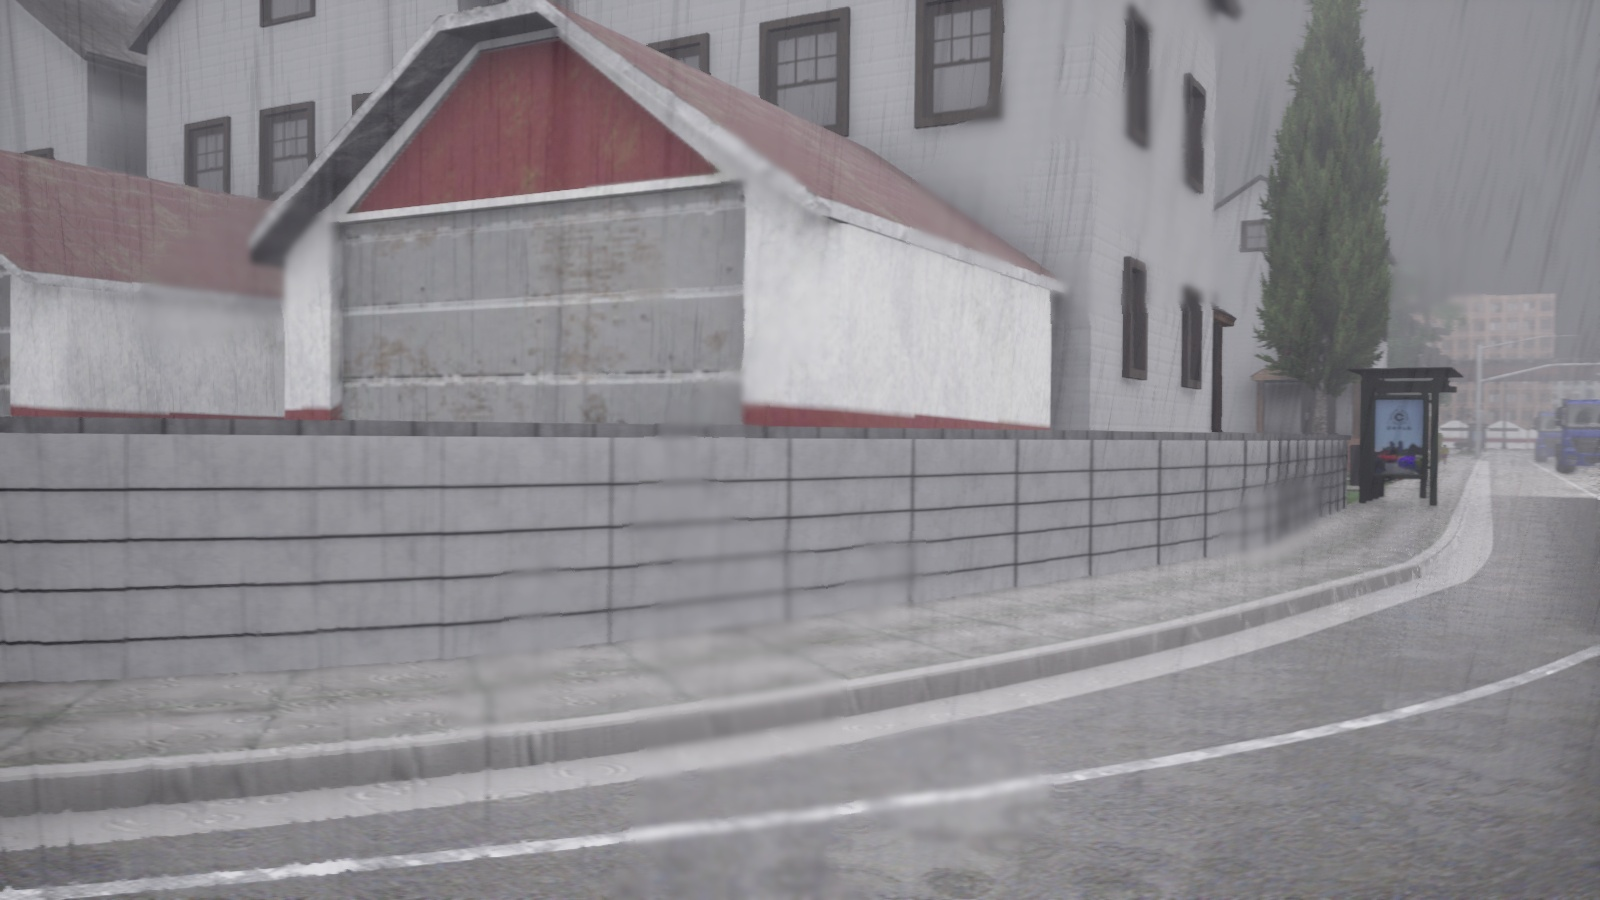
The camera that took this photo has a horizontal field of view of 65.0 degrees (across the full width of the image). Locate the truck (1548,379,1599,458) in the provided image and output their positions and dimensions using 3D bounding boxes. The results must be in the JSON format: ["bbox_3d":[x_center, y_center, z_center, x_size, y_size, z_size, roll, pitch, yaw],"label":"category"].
[{"bbox_3d":[36.895,-1.464,58.765,2.891,3.462,7.936,0,1,28],"label":"truck"}]
